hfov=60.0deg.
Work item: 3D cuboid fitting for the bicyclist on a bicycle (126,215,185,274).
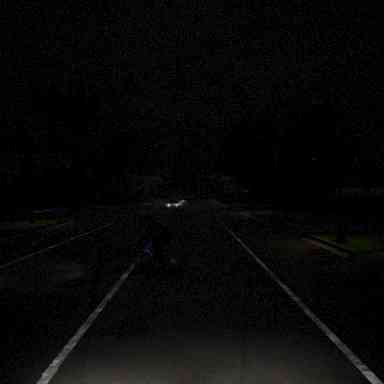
[{"bbox_3d":[-1.018,1.455,9.129,1.656,1.620,0.582,-2,0,0],"label":"bicyclist on a bicycle"}]

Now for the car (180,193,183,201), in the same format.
[{"bbox_3d":[-3.548,1.225,78.509,2.150,2.045,5.566,0,0,0],"label":"car"}]

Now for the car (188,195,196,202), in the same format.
[{"bbox_3d":[-0.048,1.478,79.699,1.882,1.535,5.008,0,0,0],"label":"car"}]

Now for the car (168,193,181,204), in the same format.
[{"bbox_3d":[-3.597,1.477,63.747,1.882,1.535,5.008,0,0,0],"label":"car"}]

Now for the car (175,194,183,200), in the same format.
[{"bbox_3d":[-3.557,1.462,94.081,2.128,1.511,4.902,0,0,0],"label":"car"}]
